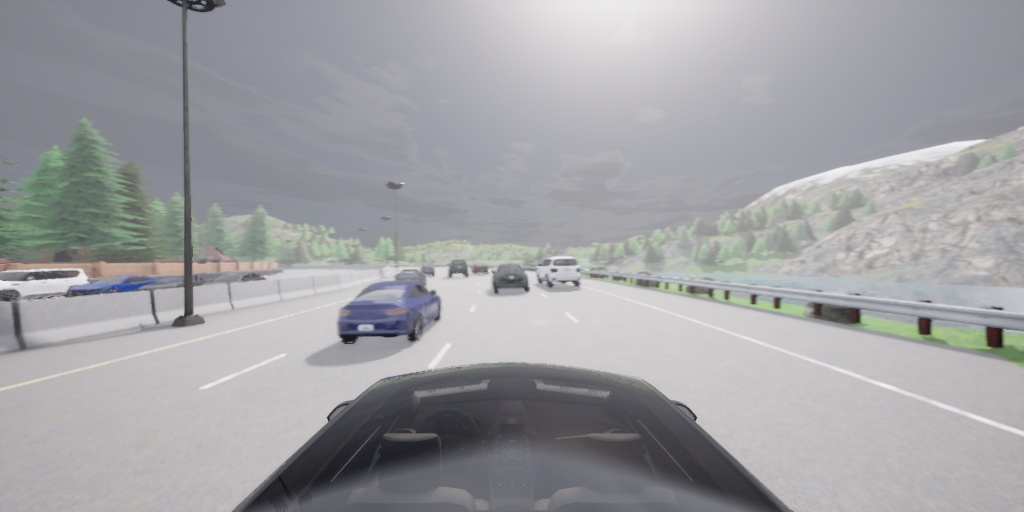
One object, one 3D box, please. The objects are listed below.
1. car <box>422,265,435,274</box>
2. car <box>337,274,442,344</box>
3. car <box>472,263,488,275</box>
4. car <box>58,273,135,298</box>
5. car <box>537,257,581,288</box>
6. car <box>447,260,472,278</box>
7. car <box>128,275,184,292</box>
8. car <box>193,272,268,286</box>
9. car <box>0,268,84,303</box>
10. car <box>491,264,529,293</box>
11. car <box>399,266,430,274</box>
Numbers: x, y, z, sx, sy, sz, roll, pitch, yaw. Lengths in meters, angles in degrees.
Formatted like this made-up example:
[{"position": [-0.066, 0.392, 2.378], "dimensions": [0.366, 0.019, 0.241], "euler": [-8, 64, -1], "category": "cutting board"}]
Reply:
[{"position": [-11.150, 1.882, 47.161], "dimensions": [2.128, 1.511, 4.902], "euler": [-1, 0, -14], "category": "car"}, {"position": [-3.216, 1.420, 10.131], "dimensions": [1.812, 1.442, 4.674], "euler": [-1, 0, -1], "category": "car"}, {"position": [-4.596, 1.743, 49.943], "dimensions": [1.882, 1.535, 5.008], "euler": [-1, 0, -14], "category": "car"}, {"position": [-25.108, 1.977, 23.082], "dimensions": [1.882, 1.535, 5.008], "euler": [-1, 0, -6], "category": "car"}, {"position": [3.205, 1.103, 25.492], "dimensions": [2.150, 2.045, 5.566], "euler": [-1, 0, -6], "category": "car"}, {"position": [-6.574, 1.477, 43.377], "dimensions": [2.150, 2.045, 5.566], "euler": [-1, 0, -13], "category": "car"}, {"position": [-21.616, 1.986, 23.240], "dimensions": [1.994, 1.385, 4.181], "euler": [-1, 0, -5], "category": "car"}, {"position": [-18.140, 1.852, 23.675], "dimensions": [1.837, 1.490, 4.892], "euler": [-1, -1, -6], "category": "car"}, {"position": [-28.424, 1.779, 21.033], "dimensions": [2.150, 2.045, 5.566], "euler": [-1, 0, -5], "category": "car"}, {"position": [-0.221, 1.286, 22.829], "dimensions": [2.097, 1.767, 4.553], "euler": [-1, -1, -5], "category": "car"}, {"position": [-7.734, 1.708, 27.418], "dimensions": [1.994, 1.385, 4.181], "euler": [-1, 0, -7], "category": "car"}]
